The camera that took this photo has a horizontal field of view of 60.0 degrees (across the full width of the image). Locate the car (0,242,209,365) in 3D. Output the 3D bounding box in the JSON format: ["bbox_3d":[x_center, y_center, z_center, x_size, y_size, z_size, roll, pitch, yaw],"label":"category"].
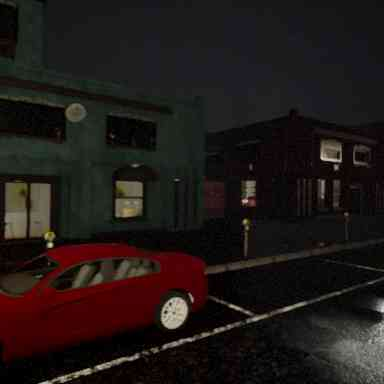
[{"bbox_3d":[-1.807,1.546,5.256,4.507,1.381,1.887,0,1,-35],"label":"car"}]
